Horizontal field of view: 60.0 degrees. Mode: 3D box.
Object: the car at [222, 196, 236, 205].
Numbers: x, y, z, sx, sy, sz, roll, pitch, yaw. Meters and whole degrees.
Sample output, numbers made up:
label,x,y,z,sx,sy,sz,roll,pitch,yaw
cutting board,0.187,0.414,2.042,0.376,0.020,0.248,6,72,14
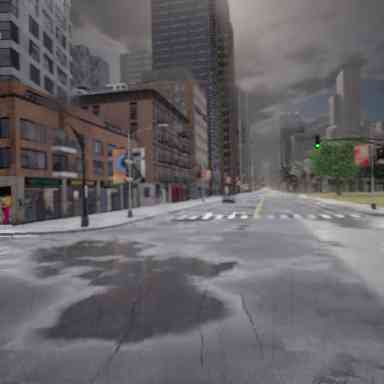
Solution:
label,x,y,z,sx,sy,sz,roll,pitch,yaw
car,5.880,1.311,52.853,1.895,1.301,4.718,-1,0,13
